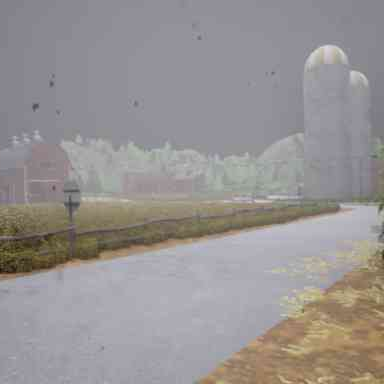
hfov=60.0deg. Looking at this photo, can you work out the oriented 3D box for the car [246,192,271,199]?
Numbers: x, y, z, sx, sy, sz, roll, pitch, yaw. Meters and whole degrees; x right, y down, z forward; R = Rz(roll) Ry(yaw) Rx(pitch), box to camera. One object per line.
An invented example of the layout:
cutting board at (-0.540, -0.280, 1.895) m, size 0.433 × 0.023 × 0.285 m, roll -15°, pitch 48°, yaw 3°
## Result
car at (17.426, 1.016, 86.887) m, size 4.611 × 1.667 × 2.242 m, roll -1°, pitch 0°, yaw 39°
